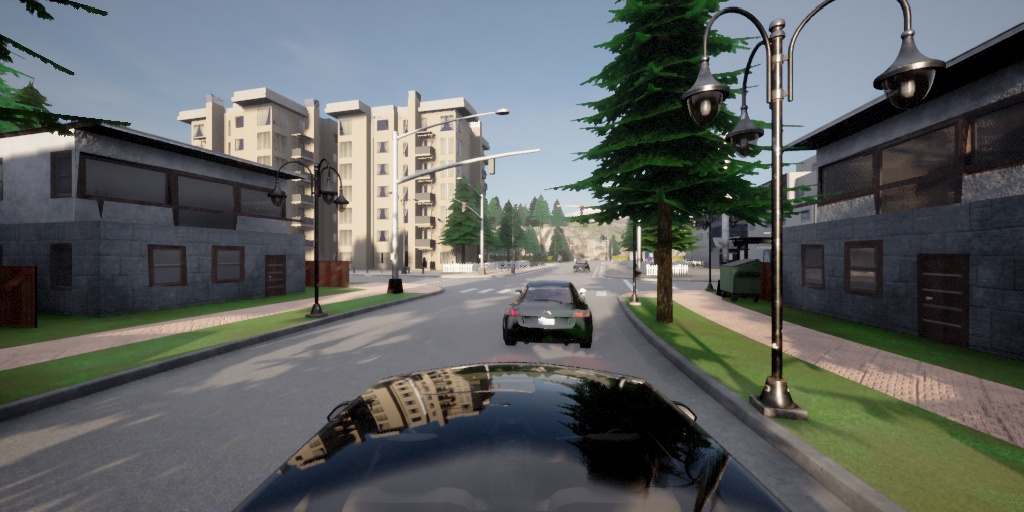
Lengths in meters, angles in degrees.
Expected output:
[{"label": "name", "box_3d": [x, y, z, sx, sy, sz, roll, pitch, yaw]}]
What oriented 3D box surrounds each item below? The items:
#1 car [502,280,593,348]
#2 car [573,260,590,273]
[{"label": "car", "box_3d": [0.994, 1.314, 9.322, 1.994, 1.385, 4.181, 0, 0, 8]}, {"label": "car", "box_3d": [8.735, 1.276, 44.869, 2.128, 1.511, 4.902, 0, 0, 14]}]
